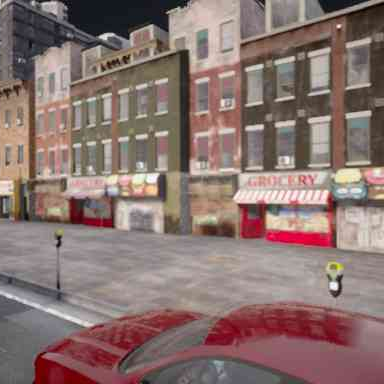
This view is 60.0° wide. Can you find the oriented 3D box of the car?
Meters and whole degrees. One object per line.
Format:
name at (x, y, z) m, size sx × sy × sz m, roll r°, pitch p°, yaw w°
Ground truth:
car at (0.619, 1.541, 2.376) m, size 4.507 × 1.381 × 1.887 m, roll 0°, pitch 0°, yaw 35°
